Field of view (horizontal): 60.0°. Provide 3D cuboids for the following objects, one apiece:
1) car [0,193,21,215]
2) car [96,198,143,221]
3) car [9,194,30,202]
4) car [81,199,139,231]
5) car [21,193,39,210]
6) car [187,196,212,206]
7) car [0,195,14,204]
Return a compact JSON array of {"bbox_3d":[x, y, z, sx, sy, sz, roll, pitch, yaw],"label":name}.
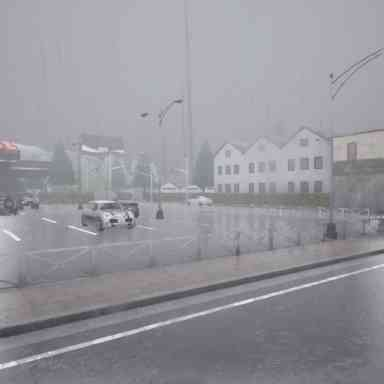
[{"bbox_3d":[-17.247,1.113,30.321,1.932,1.855,4.605,0,0,-36],"label":"car"},{"bbox_3d":[-5.781,1.313,26.205,2.007,1.523,4.514,0,0,-36],"label":"car"},{"bbox_3d":[-38.211,1.328,73.753,3.866,1.878,1.905,0,0,-36],"label":"car"},{"bbox_3d":[-4.667,1.248,18.340,1.970,1.475,3.806,0,0,-36],"label":"car"},{"bbox_3d":[-19.144,1.092,38.634,1.905,1.878,3.866,0,0,-36],"label":"car"},{"bbox_3d":[1.158,1.349,49.294,1.812,1.442,4.674,0,0,-35],"label":"car"},{"bbox_3d":[-38.452,1.495,66.625,4.611,1.667,2.242,0,0,-36],"label":"car"}]
